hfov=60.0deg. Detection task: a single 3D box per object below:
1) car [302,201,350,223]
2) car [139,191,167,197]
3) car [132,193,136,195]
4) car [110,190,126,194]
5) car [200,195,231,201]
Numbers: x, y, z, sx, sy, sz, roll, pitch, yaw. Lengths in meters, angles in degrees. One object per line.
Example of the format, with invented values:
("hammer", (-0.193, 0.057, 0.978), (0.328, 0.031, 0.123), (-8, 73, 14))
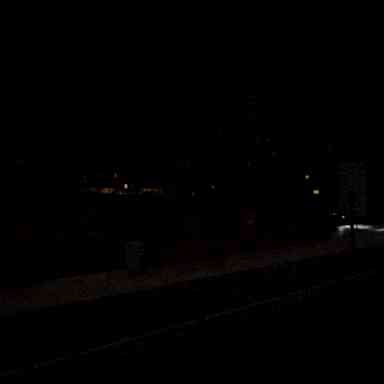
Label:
("car", (8.233, 1.335, 22.270), (1.994, 1.385, 4.181), (-2, 2, -36))
("car", (-4.623, 0.669, 40.878), (2.097, 1.767, 4.553), (-2, 2, -34))
("car", (-7.404, 0.567, 49.994), (2.128, 1.511, 4.902), (-2, 2, -35))
("car", (-13.080, 0.396, 58.117), (1.837, 1.490, 4.892), (-2, 2, -35))
("car", (2.329, 1.065, 30.795), (1.837, 1.490, 4.892), (-2, 2, -35))
